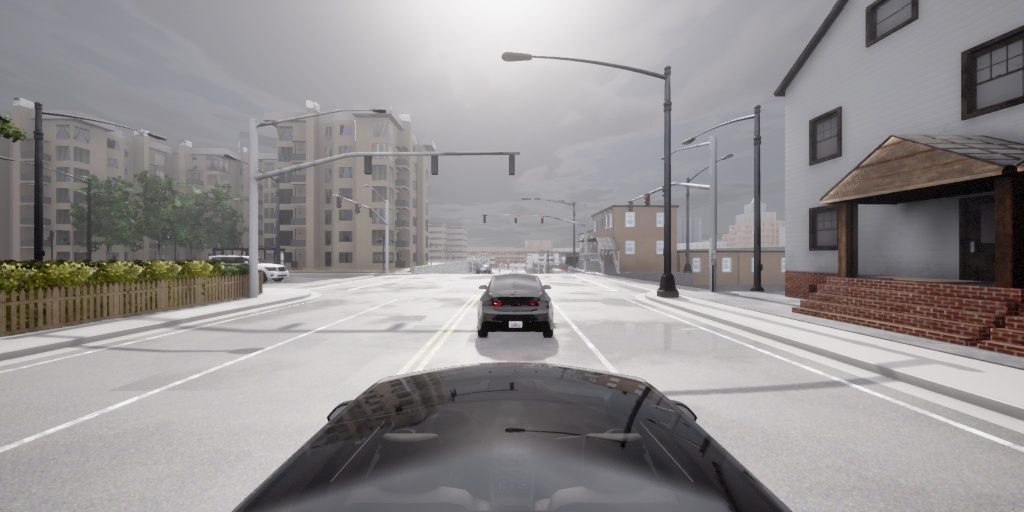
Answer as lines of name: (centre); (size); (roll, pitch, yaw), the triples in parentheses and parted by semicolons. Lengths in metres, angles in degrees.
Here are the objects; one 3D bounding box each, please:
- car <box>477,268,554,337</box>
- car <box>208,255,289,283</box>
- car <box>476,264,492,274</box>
car: (0.090, 1.255, 10.276); (1.837, 1.490, 4.892); (0, 0, 0)
car: (-19.962, 0.971, 26.961); (5.566, 2.045, 2.150); (0, 0, 1)
car: (-3.630, 1.755, 47.089); (2.128, 1.511, 4.902); (0, -5, 0)
